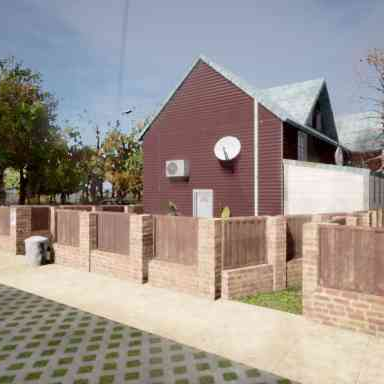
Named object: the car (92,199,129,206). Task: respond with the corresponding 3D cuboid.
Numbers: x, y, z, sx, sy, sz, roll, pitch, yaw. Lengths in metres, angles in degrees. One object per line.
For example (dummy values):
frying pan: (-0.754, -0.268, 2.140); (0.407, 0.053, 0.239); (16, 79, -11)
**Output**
car: (-9.448, 1.605, 38.129); (1.837, 1.490, 4.892); (0, 0, 36)
